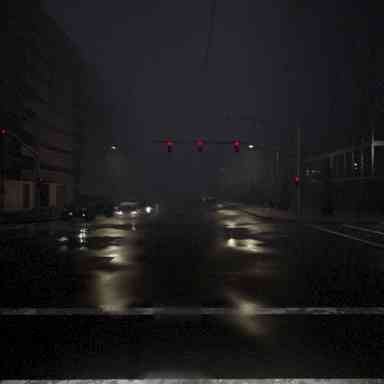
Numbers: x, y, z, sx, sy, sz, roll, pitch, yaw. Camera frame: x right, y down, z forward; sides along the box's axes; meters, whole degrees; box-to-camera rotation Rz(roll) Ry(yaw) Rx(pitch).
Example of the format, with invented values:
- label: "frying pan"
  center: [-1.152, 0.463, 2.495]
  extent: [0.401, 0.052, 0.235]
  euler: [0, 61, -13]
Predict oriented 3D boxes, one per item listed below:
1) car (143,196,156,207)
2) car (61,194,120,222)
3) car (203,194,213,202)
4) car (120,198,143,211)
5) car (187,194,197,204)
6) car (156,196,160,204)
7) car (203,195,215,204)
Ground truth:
- label: "car"
  center: [-7.346, 1.601, 52.377]
  extent: [1.895, 1.301, 4.718]
  euler: [0, 0, 1]
- label: "car"
  center: [-8.206, 1.234, 26.839]
  extent: [2.150, 2.045, 5.566]
  euler: [1, 0, 13]
- label: "car"
  center: [3.485, 1.355, 74.641]
  extent: [2.097, 1.767, 4.553]
  euler: [0, 0, 1]
- label: "car"
  center: [-7.463, 1.526, 40.141]
  extent: [1.812, 1.442, 4.674]
  euler: [0, 0, 0]
- label: "car"
  center: [-0.021, 1.564, 64.686]
  extent: [1.994, 1.385, 4.181]
  euler: [0, 0, 1]
- label: "car"
  center: [-7.192, 1.526, 63.235]
  extent: [1.812, 1.442, 4.674]
  euler: [0, 0, 1]
- label: "car"
  center: [3.478, 1.492, 64.776]
  extent: [2.128, 1.511, 4.902]
  euler: [0, 0, 1]
